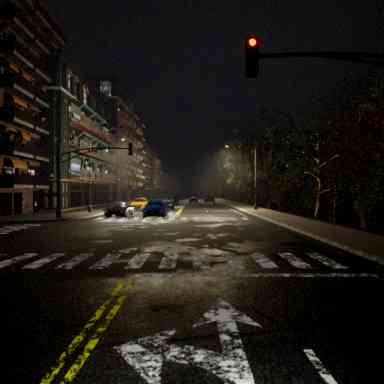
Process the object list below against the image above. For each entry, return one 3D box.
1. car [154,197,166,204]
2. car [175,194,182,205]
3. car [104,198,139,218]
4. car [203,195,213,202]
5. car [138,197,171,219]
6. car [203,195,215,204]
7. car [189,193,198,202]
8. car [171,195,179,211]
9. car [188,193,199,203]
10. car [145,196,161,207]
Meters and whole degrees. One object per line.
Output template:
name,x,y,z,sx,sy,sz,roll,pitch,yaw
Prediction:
car,-6.223,1.620,65.021,1.895,1.301,4.718,0,0,0
car,-3.026,1.519,54.910,1.837,1.490,4.892,0,0,1
car,-6.465,1.554,30.200,2.033,1.411,5.357,0,0,0
car,3.576,1.498,76.485,2.033,1.411,5.357,0,0,0
car,-3.223,1.488,29.714,1.882,1.535,5.008,0,0,0
car,3.532,1.525,66.065,1.837,1.490,4.892,0,0,0
car,0.327,1.253,76.576,2.150,2.045,5.566,0,0,0
car,-3.147,1.498,41.348,2.128,1.511,4.902,0,0,1
car,0.384,1.512,66.486,2.128,1.511,4.902,0,0,0
car,-6.279,1.505,54.018,2.128,1.511,4.902,0,0,0
